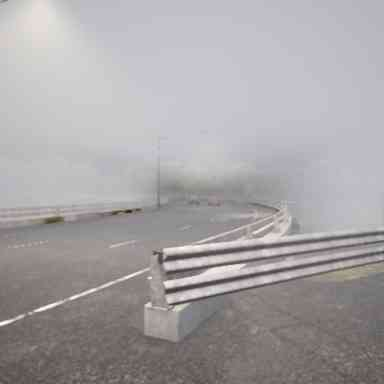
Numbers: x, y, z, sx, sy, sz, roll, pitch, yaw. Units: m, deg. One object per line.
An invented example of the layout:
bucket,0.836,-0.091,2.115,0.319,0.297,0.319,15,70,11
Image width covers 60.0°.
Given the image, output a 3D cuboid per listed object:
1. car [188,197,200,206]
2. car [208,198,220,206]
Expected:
car,0.358,1.637,59.815,1.837,1.490,4.892,0,0,-4
car,3.857,1.708,58.198,1.994,1.385,4.181,0,0,-1
